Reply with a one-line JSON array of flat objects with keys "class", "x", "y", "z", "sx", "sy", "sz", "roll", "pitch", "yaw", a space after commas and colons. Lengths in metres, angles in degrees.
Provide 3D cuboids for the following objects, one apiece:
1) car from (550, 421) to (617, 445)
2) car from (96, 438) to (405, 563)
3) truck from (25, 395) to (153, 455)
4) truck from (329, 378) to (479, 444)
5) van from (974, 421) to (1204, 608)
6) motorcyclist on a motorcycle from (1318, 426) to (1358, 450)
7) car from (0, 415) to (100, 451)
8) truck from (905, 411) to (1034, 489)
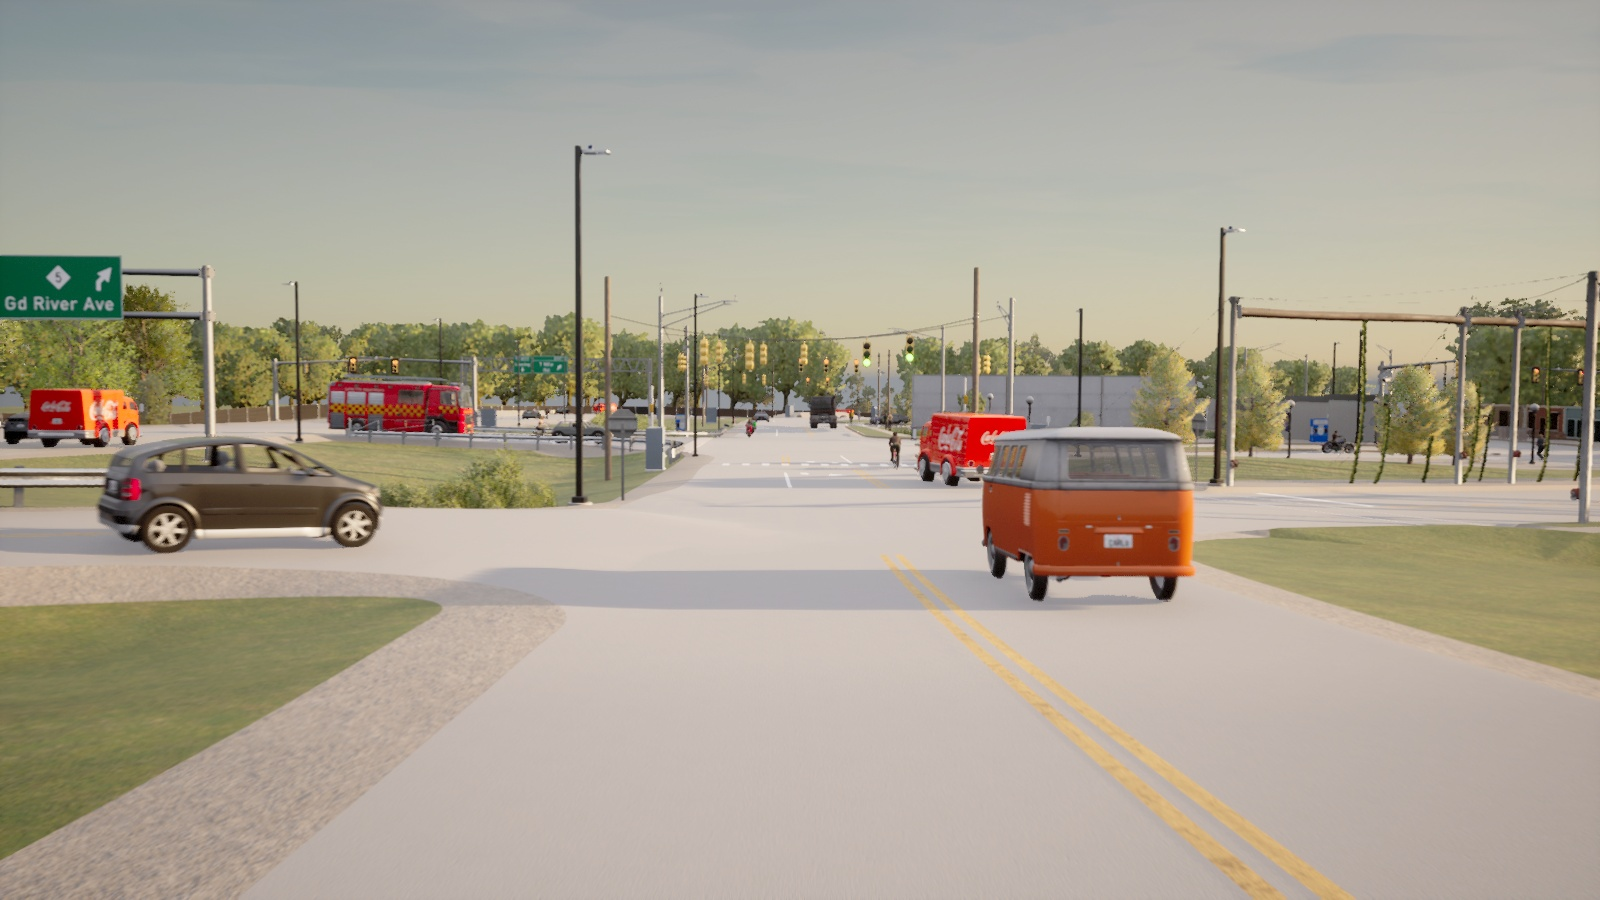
[{"class": "car", "x": -13.634, "y": -1.067, "z": 79.147, "sx": 3.806, "sy": 1.475, "sz": 1.970, "roll": 0, "pitch": 2, "yaw": 3}, {"class": "car", "x": -7.901, "y": 0.675, "z": 18.192, "sx": 3.705, "sy": 1.549, "sz": 1.789, "roll": 1, "pitch": 2, "yaw": -40}, {"class": "truck", "x": -30.699, "y": -1.140, "z": 54.473, "sx": 2.627, "sy": 2.467, "sz": 5.204, "roll": 0, "pitch": 2, "yaw": -1}, {"class": "truck", "x": -24.810, "y": -2.473, "z": 79.009, "sx": 8.468, "sy": 3.827, "sz": 2.891, "roll": 2, "pitch": 2, "yaw": -1}, {"class": "van", "x": 3.393, "y": 0.687, "z": 15.631, "sx": 1.775, "sy": 1.987, "sz": 4.442, "roll": 0, "pitch": 0, "yaw": -1}, {"class": "motorcyclist on a motorcycle", "x": 36.853, "y": -0.827, "z": 86.006, "sx": 2.350, "sy": 1.649, "sz": 0.766, "roll": 0, "pitch": 3, "yaw": -5}, {"class": "car", "x": -34.255, "y": -0.806, "z": 57.431, "sx": 2.007, "sy": 1.525, "sz": 4.514, "roll": 0, "pitch": 2, "yaw": -1}, {"class": "truck", "x": 5.804, "y": -0.078, "z": 43.900, "sx": 2.627, "sy": 2.467, "sz": 5.204, "roll": 0, "pitch": 3, "yaw": -15}]
